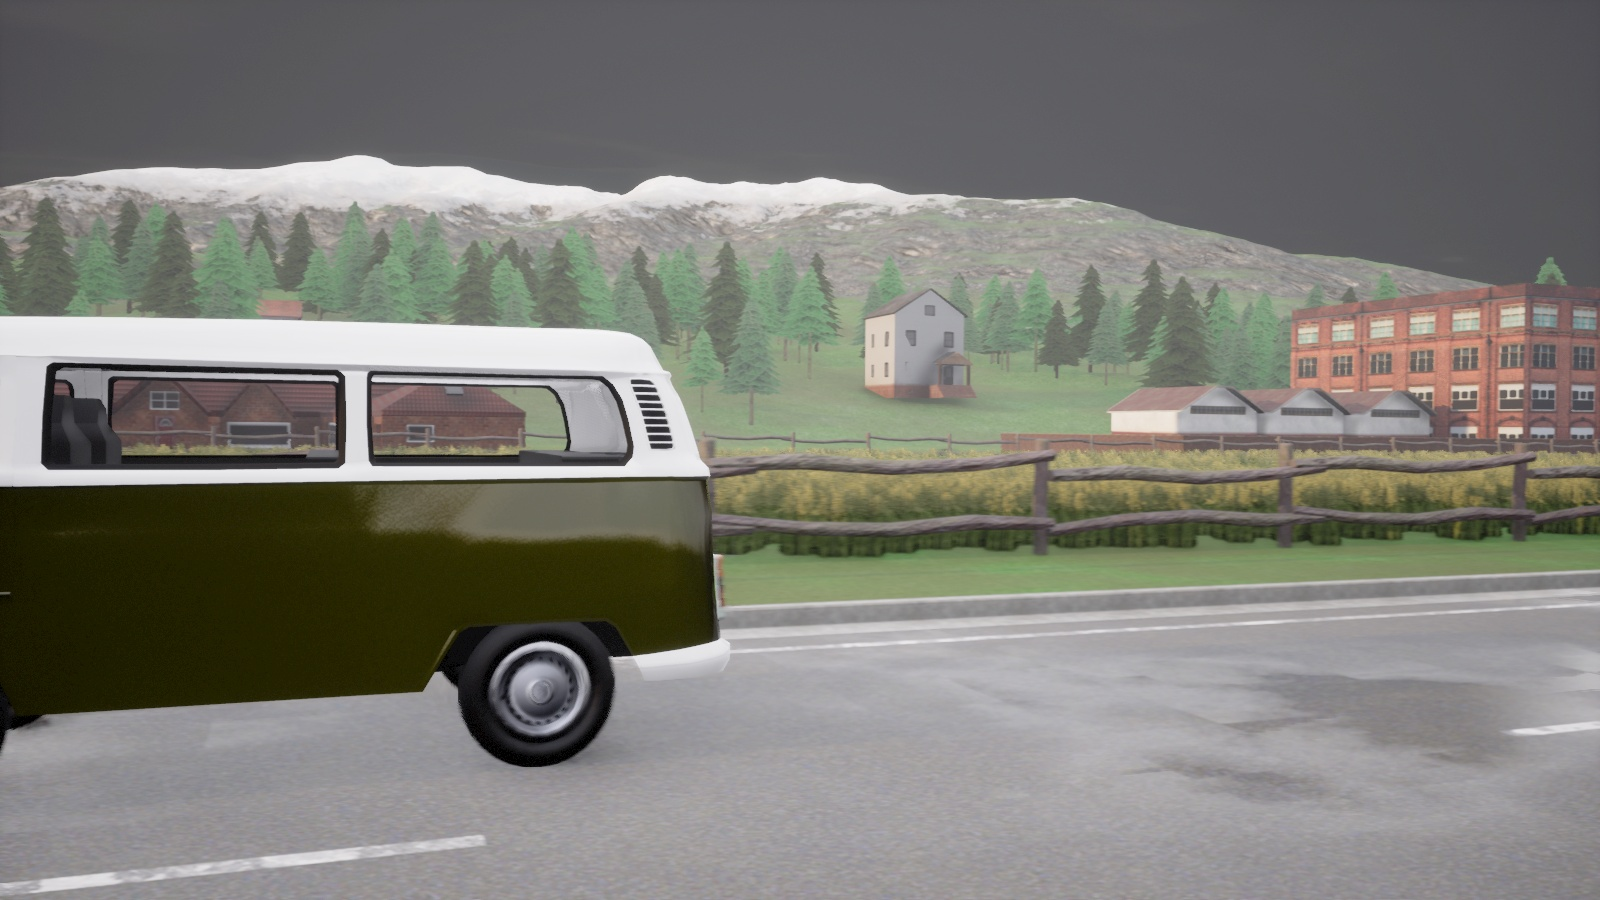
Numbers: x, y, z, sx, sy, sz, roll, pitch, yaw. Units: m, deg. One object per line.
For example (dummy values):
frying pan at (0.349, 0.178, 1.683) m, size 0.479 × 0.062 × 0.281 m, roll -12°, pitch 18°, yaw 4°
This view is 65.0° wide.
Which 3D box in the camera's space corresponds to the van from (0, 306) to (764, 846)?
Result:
van at (-2.639, 0.453, 5.977) m, size 4.480 × 2.038 × 2.069 m, roll -1°, pitch 1°, yaw -21°
